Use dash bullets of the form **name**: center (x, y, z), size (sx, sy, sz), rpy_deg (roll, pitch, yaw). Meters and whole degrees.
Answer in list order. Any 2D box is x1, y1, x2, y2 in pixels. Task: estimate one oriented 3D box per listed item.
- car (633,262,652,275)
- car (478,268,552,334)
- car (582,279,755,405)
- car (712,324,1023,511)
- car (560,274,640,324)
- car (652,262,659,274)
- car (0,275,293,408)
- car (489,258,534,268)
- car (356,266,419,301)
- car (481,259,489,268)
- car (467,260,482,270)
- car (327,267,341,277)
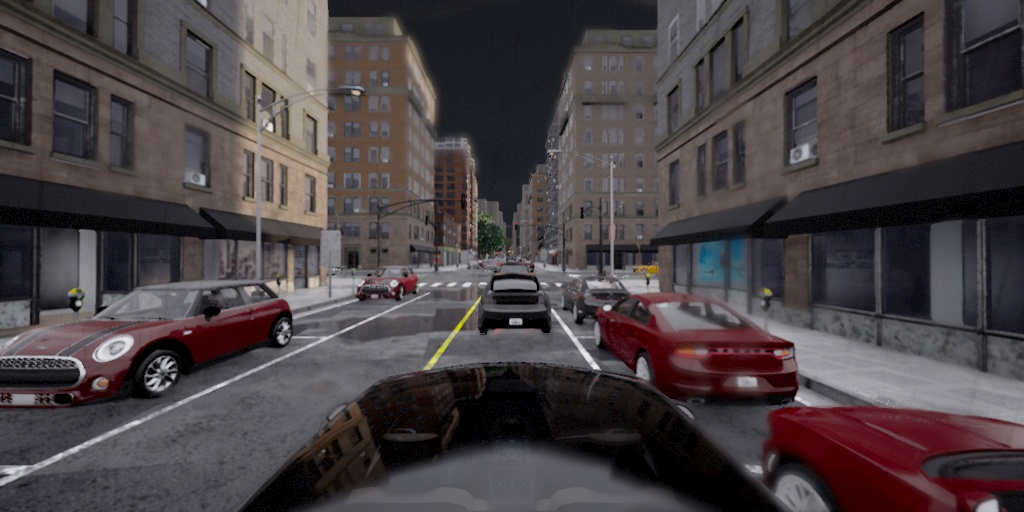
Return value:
- **car**: center (16.126, 1.383, 40.187), size (5.008, 1.535, 1.882), rpy_deg (0, -1, 0)
- **car**: center (0.050, 1.264, 10.627), size (1.837, 1.490, 4.892), rpy_deg (0, 0, -1)
- **car**: center (2.669, 1.299, 6.300), size (1.888, 1.381, 4.507), rpy_deg (0, 0, 0)
- **car**: center (2.671, 1.294, 0.809), size (1.888, 1.381, 4.507), rpy_deg (0, 0, 0)
- **car**: center (2.667, 1.310, 11.792), size (2.007, 1.370, 4.403), rpy_deg (0, 0, 0)
- **car**: center (17.610, 1.375, 36.946), size (4.902, 1.511, 2.128), rpy_deg (0, -1, 0)
- **car**: center (-5.858, 1.194, 6.291), size (1.967, 1.591, 4.097), rpy_deg (0, 0, 0)
- **car**: center (0.092, 1.120, 18.627), size (2.097, 1.767, 4.553), rpy_deg (0, 0, 0)
- **car**: center (-5.861, 1.206, 17.278), size (1.967, 1.591, 4.097), rpy_deg (0, 0, 0)
- **car**: center (-3.221, 1.433, 54.866), size (1.895, 1.301, 4.718), rpy_deg (0, 0, 0)
- **car**: center (-6.002, 1.384, 55.638), size (2.007, 1.370, 4.403), rpy_deg (0, 0, -1)
- **car**: center (-18.946, 0.915, 33.272), size (5.566, 2.045, 2.150), rpy_deg (0, -1, -1)
